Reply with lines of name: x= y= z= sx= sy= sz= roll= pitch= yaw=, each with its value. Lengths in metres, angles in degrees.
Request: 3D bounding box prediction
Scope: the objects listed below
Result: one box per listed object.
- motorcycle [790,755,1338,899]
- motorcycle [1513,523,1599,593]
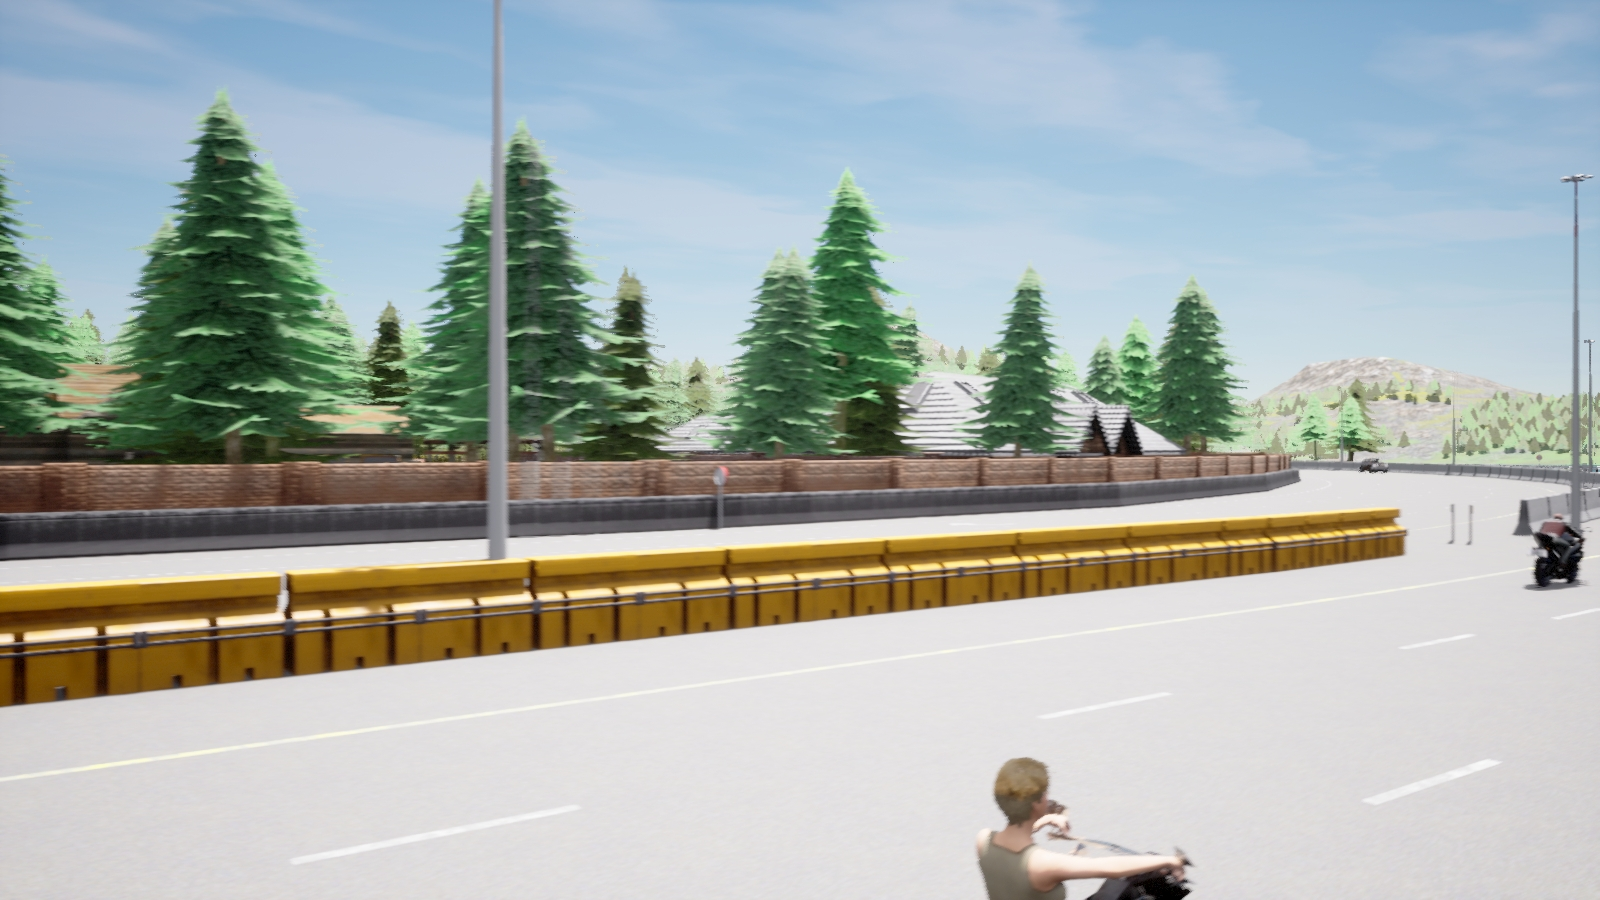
motorcycle: x=1.144 y=2.146 z=4.587 sx=2.356 sy=1.325 sz=0.764 roll=0 pitch=0 yaw=-35
motorcycle: x=15.702 y=2.205 z=23.673 sx=2.209 sy=1.251 sz=0.867 roll=0 pitch=0 yaw=-38
